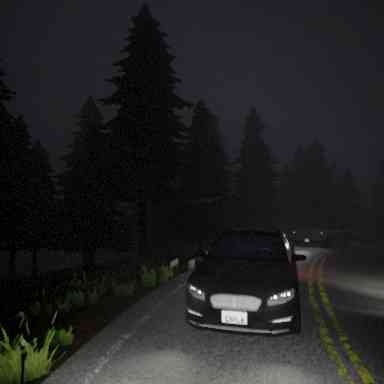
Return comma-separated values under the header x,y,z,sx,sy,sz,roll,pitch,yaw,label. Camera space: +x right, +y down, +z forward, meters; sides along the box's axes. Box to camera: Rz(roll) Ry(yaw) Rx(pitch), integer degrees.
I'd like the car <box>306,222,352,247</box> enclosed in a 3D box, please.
x,y,z,sx,sy,sz,roll,pitch,yaw,label
7.361,2.340,18.737,1.895,1.301,4.718,-4,-7,41,car

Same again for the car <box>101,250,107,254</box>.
x,y,z,sx,sy,sz,roll,pitch,yaw,label
-19.106,13.559,73.730,4.181,1.381,1.994,-2,-5,32,car

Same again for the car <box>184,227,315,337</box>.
x,y,z,sx,sy,sz,roll,pitch,yaw,label
1.260,1.550,7.023,2.128,1.511,4.902,-1,-2,16,car
